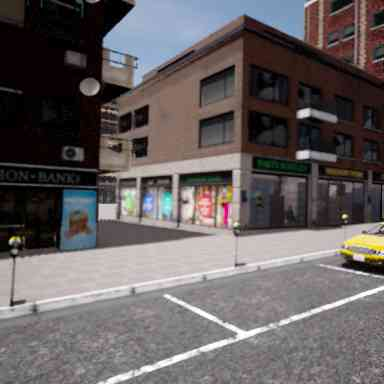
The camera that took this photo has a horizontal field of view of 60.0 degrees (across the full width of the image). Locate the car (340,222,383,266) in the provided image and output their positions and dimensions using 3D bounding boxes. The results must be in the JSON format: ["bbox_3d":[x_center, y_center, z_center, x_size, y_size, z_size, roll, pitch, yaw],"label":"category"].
[{"bbox_3d":[6.724,1.555,10.869,4.829,1.417,1.752,0,2,-35],"label":"car"}]
